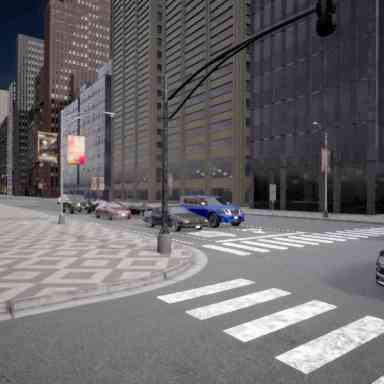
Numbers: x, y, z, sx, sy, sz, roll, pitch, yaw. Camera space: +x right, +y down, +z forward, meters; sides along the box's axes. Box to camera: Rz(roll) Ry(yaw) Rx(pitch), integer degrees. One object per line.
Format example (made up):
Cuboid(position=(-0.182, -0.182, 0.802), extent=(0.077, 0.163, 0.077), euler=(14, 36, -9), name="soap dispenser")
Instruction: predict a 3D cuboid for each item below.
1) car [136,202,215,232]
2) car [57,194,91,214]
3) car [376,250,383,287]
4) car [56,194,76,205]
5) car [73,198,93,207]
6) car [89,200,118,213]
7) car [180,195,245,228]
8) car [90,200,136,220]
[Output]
Cuboid(position=(-1.197, 1.567, 20.769), extent=(2.033, 1.411, 5.357), euler=(1, -1, -35), name="car")
Cuboid(position=(-13.117, 1.322, 37.461), extent=(2.150, 2.045, 5.566), euler=(1, -1, -36), name="car")
Cuboid(position=(6.193, 1.450, 7.798), extent=(4.902, 1.511, 2.128), euler=(0, -1, -35), name="car")
Cuboid(position=(-24.738, 1.489, 65.205), extent=(2.150, 2.045, 5.566), euler=(1, -1, -36), name="car")
Cuboid(position=(-18.686, 1.733, 56.745), extent=(1.837, 1.490, 4.892), euler=(1, -1, -36), name="car")
Cuboid(position=(-10.605, 1.651, 39.531), extent=(1.812, 1.442, 4.674), euler=(1, -1, -35), name="car")
Cuboid(position=(1.131, 1.267, 23.092), extent=(2.150, 2.045, 5.566), euler=(1, -1, -36), name="car")
Cuboid(position=(-6.893, 1.584, 28.736), extent=(1.812, 1.442, 4.674), euler=(1, -1, -36), name="car")
